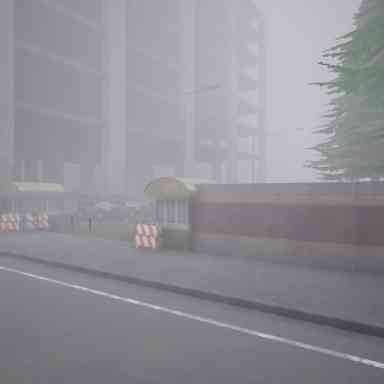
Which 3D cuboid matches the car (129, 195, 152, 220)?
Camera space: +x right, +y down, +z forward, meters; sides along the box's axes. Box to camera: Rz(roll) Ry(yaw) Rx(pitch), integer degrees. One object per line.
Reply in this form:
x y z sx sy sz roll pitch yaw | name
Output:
-5.170 1.168 26.882 3.866 1.878 1.905 0 0 35 | car

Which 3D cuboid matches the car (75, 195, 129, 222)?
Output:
-6.853 1.169 24.470 3.866 1.878 1.905 0 0 35 | car
